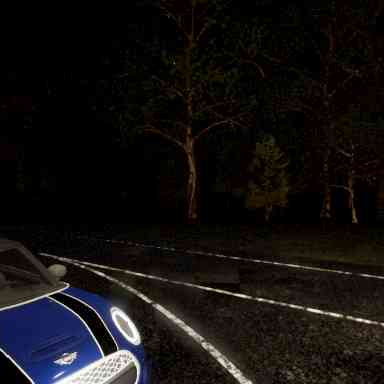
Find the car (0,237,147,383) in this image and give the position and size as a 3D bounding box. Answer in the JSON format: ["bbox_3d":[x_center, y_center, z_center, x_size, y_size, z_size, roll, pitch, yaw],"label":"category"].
[{"bbox_3d":[-2.665,1.338,3.771,4.553,1.767,2.097,1,0,35],"label":"car"}]
